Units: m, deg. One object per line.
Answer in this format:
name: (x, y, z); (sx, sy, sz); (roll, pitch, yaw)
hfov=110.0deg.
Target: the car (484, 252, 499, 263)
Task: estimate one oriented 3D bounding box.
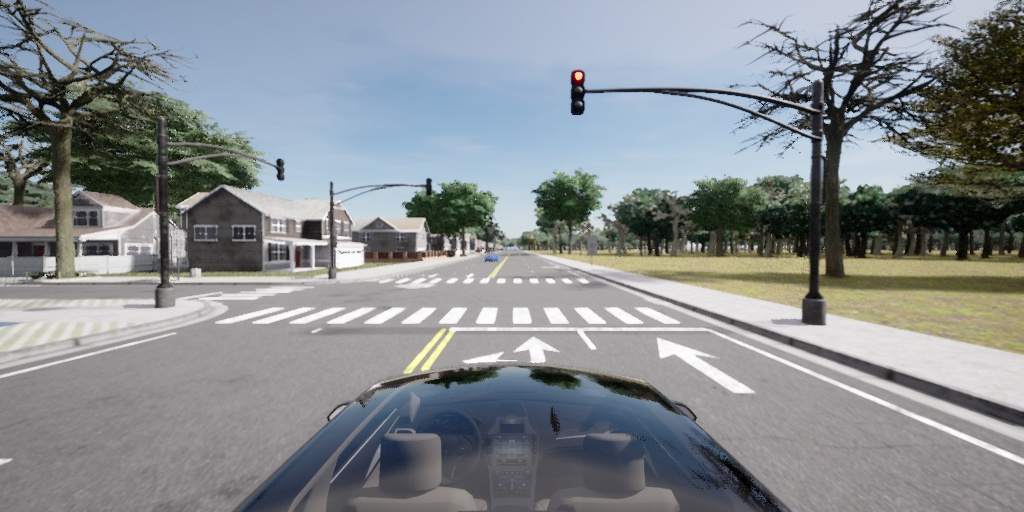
car: (-2.953, 0.211, 52.082); (1.882, 1.535, 5.008); (0, 2, 0)
